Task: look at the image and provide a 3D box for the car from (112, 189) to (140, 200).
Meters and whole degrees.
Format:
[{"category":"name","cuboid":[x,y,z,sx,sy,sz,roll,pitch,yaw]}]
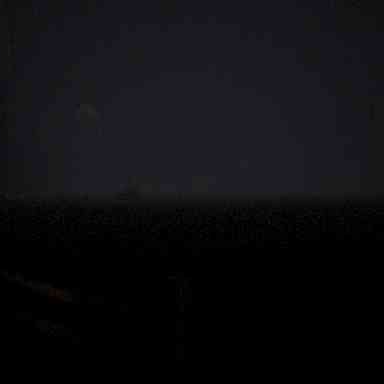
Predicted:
[{"category":"car","cuboid":[-12.093,0.410,61.189,2.150,2.045,5.566,1,2,36]}]
